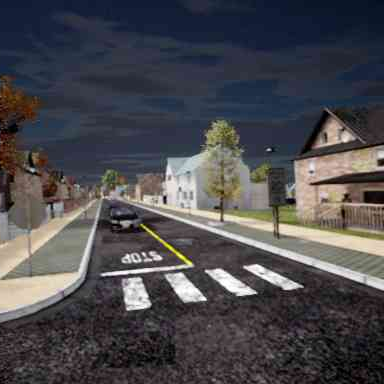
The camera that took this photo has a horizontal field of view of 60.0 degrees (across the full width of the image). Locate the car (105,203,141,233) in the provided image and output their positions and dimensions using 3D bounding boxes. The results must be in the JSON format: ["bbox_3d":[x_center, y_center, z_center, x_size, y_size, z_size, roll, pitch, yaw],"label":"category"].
[{"bbox_3d":[-4.436,1.697,21.577,2.128,1.511,4.902,-3,0,-15],"label":"car"}]

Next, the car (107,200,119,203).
[{"bbox_3d":[-10.807,1.833,45.458,2.033,1.411,5.357,-3,0,-15],"label":"car"}]
